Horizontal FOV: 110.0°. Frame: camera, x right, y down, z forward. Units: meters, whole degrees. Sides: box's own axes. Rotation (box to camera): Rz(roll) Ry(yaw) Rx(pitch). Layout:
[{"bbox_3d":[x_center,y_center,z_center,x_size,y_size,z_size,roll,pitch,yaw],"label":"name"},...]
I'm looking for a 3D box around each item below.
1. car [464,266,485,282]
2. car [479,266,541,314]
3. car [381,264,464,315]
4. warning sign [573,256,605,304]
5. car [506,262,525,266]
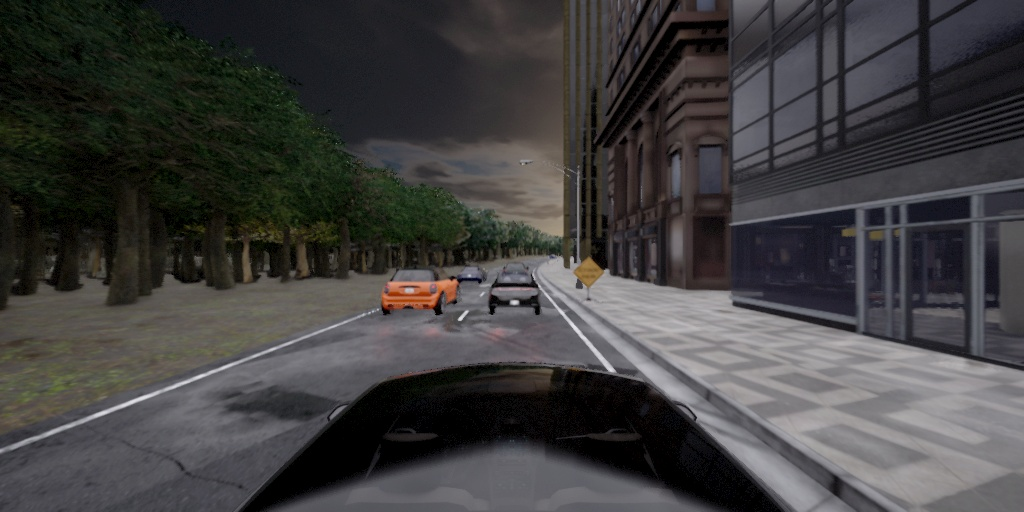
[{"bbox_3d":[-3.168,1.465,29.248,1.994,1.385,4.181,0,0,2],"label":"car"},{"bbox_3d":[0.121,1.320,14.122,2.128,1.511,4.902,0,0,1],"label":"car"},{"bbox_3d":[-3.380,1.178,14.081,2.097,1.767,4.553,0,0,1],"label":"car"},{"bbox_3d":[3.132,0.949,14.708,1.300,1.860,1.060,0,0,0],"label":"warning sign"},{"bbox_3d":[0.327,1.252,28.994,2.097,1.767,4.553,0,0,2],"label":"car"}]
